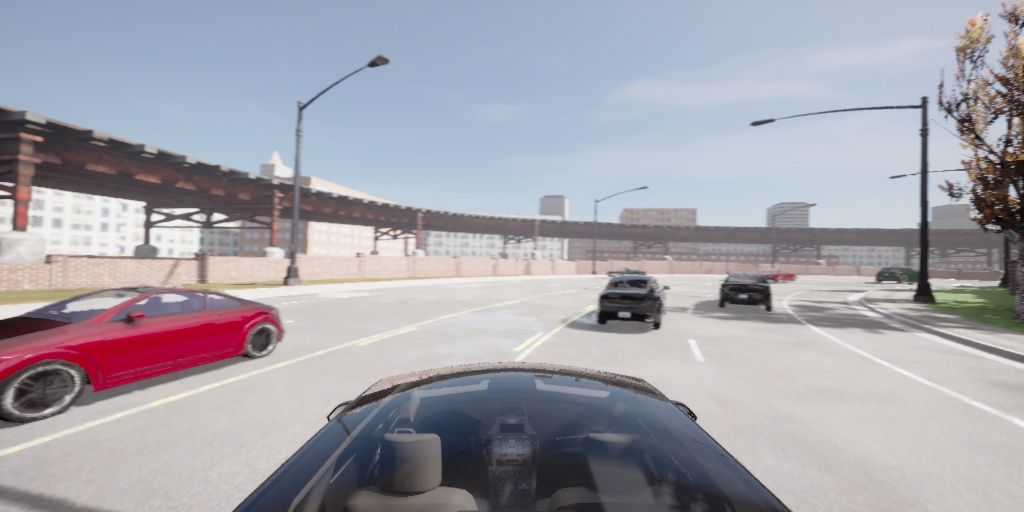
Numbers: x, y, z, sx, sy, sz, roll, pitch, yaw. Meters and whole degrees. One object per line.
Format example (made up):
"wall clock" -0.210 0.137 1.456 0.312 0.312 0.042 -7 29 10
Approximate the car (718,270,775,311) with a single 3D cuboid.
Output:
"car" 10.793 1.517 16.596 1.882 1.535 5.008 0 -1 34

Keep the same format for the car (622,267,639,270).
"car" 12.457 1.880 38.951 4.718 1.301 1.895 2 -1 -38

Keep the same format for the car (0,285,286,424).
"car" -5.849 1.168 5.510 1.994 1.385 4.181 1 0 16

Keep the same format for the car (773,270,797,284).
"car" 26.478 2.036 35.901 4.718 1.301 1.895 1 -1 -29

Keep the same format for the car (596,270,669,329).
"car" 4.122 1.389 12.089 1.837 1.490 4.892 0 -1 25

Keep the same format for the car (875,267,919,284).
"car" 40.545 1.972 37.344 4.553 1.767 2.097 1 -1 -14
